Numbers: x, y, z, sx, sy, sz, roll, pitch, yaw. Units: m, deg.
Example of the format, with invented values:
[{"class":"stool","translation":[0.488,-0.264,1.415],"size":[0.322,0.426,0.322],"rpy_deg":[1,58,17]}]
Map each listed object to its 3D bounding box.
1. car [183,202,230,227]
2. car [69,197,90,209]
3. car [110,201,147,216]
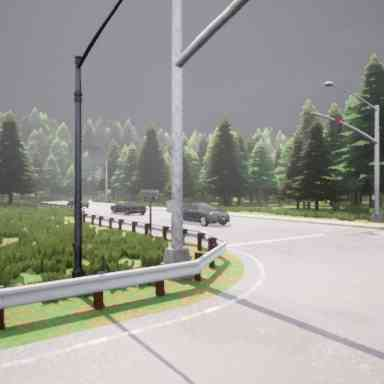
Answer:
[{"class":"car","translation":[0.565,1.474,22.999],"size":[1.837,1.490,4.892],"rpy_deg":[0,0,-36]},{"class":"car","translation":[-15.355,1.476,45.042],"size":[1.837,1.490,4.892],"rpy_deg":[0,0,-34]},{"class":"car","translation":[-6.173,1.570,32.141],"size":[1.895,1.301,4.718],"rpy_deg":[0,0,-36]}]
